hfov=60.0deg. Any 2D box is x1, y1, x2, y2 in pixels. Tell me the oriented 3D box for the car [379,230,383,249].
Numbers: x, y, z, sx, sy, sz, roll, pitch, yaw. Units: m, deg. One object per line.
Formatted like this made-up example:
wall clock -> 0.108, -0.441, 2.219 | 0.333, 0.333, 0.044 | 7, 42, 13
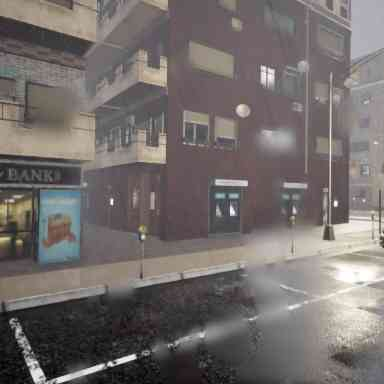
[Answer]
car -> 9.086, 1.554, 13.120 | 4.403, 1.369, 2.008 | 0, 1, -35
